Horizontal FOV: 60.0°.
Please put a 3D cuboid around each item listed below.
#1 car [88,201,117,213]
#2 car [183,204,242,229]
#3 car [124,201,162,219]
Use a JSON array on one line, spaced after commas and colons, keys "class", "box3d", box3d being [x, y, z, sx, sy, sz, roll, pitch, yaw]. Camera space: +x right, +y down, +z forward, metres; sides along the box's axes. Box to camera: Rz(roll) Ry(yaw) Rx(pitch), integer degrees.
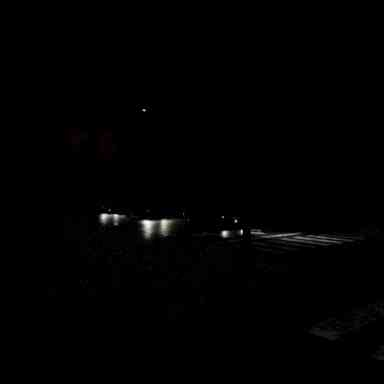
[{"class": "car", "box3d": [-10.454, 1.741, 38.897, 1.895, 1.301, 4.718, 0, 0, -36]}, {"class": "car", "box3d": [1.281, 1.554, 22.559, 2.128, 1.511, 4.902, 0, 0, -36]}, {"class": "car", "box3d": [-4.547, 1.579, 30.666, 1.882, 1.535, 5.008, 0, 0, -35]}]
